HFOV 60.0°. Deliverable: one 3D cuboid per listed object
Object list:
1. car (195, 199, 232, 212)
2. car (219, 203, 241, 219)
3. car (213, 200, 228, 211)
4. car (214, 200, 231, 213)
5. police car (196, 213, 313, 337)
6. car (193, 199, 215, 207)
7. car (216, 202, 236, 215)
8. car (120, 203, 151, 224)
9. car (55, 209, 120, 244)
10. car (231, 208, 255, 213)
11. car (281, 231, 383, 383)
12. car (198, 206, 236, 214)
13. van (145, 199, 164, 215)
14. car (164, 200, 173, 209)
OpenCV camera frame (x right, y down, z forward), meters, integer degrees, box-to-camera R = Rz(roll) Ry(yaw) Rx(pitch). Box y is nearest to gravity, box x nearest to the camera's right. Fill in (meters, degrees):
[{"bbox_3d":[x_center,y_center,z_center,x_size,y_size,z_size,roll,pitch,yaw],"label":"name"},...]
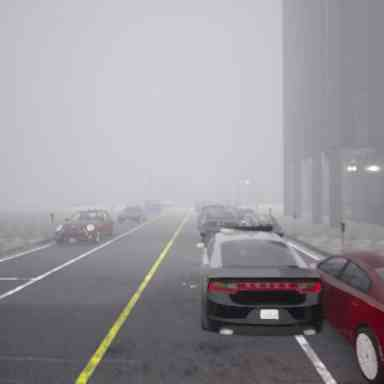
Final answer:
[{"bbox_3d":[1.432,1.574,22.998,2.097,1.767,4.553,0,-1,2],"label":"car"},{"bbox_3d":[3.740,1.837,33.603,1.752,1.417,4.829,-1,-1,2],"label":"car"},{"bbox_3d":[4.205,2.016,50.348,2.008,1.369,4.403,0,-1,2],"label":"car"},{"bbox_3d":[4.048,1.854,44.711,1.967,1.590,4.097,0,-1,2],"label":"car"},{"bbox_3d":[1.131,1.494,7.139,1.930,1.638,5.238,0,-1,2],"label":"police car"},{"bbox_3d":[2.375,2.085,63.561,1.882,1.535,5.008,-1,-1,33],"label":"car"},{"bbox_3d":[3.892,1.913,39.071,2.008,1.369,4.403,0,-1,2],"label":"car"},{"bbox_3d":[-4.943,1.871,28.029,1.947,1.339,4.313,-1,-1,2],"label":"car"},{"bbox_3d":[-5.258,1.638,16.753,1.967,1.590,4.097,-1,-1,2],"label":"car"},{"bbox_3d":[3.265,1.700,16.518,2.008,1.369,4.403,-1,-1,2],"label":"car"},{"bbox_3d":[2.952,1.583,5.242,1.887,1.381,4.507,-1,-1,2],"label":"car"},{"bbox_3d":[1.355,1.670,17.026,1.837,1.490,4.892,0,-1,2],"label":"car"},{"bbox_3d":[-4.632,1.752,39.308,1.690,1.788,3.998,0,-1,2],"label":"van"},{"bbox_3d":[-4.160,2.115,56.222,2.008,1.369,4.403,0,-1,2],"label":"car"}]
